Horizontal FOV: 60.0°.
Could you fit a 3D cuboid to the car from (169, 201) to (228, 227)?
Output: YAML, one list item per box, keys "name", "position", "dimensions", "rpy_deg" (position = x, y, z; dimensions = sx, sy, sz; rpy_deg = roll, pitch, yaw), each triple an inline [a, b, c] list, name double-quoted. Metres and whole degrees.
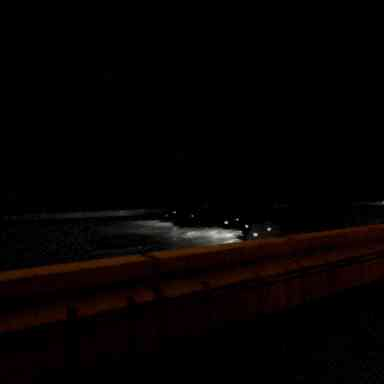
- name: "car"
  position: [1.309, 1.366, 21.765]
  dimensions: [5.008, 1.535, 1.882]
  rpy_deg: [-1, 0, -32]

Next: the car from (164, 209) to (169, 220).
- name: "car"
  position: [0.143, 1.406, 25.171]
  dimensions: [4.674, 1.442, 1.812]
  rpy_deg: [-1, 0, -32]

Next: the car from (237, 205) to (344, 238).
- name: "car"
  position: [4.981, 1.439, 15.867]
  dimensions: [5.357, 1.411, 2.033]
  rpy_deg: [-1, 0, -33]

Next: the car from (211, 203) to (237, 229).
- name: "car"
  position: [3.539, 1.450, 19.032]
  dimensions: [4.181, 1.385, 1.994]
  rpy_deg: [-1, 0, -32]
